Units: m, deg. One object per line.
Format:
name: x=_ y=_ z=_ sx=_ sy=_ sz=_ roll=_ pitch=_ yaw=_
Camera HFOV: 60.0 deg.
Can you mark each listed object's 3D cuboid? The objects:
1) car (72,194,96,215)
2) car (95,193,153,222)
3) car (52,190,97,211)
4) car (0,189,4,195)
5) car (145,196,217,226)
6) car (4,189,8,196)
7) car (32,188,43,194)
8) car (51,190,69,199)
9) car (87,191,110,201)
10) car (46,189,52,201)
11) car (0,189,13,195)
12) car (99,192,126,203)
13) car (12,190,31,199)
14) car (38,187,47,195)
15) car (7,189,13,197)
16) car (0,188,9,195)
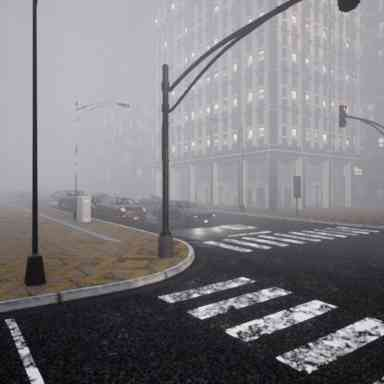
car: x=-7.864 y=1.102 z=26.755 sx=1.802 sy=1.307 sz=4.206 roll=1 pitch=0 yaw=-36
car: x=-4.617 y=1.068 z=22.222 sx=1.967 sy=1.590 sz=4.097 roll=1 pitch=0 yaw=-36
car: x=-11.101 y=0.728 z=31.288 sx=2.192 sy=1.841 sz=5.009 roll=1 pitch=0 yaw=-36
car: x=-37.054 y=0.106 z=67.555 sx=2.008 sy=1.369 sz=4.403 roll=1 pitch=0 yaw=-36
car: x=-0.695 y=1.231 z=21.180 sx=2.033 sy=1.411 sz=5.357 roll=0 pitch=1 yaw=-34
car: x=-33.811 y=0.207 z=63.022 sx=1.887 sy=1.381 sz=4.507 roll=1 pitch=0 yaw=-36
car: x=-40.019 y=-0.214 z=86.102 sx=1.947 sy=1.339 sz=4.313 roll=1 pitch=0 yaw=-36
car: x=-23.116 y=0.377 z=58.000 sx=1.812 sy=1.442 sz=4.674 roll=0 pitch=1 yaw=-36
car: x=-14.062 y=0.642 z=49.821 sx=1.947 sy=1.339 sz=4.313 roll=1 pitch=0 yaw=-36
car: x=-18.502 y=0.618 z=46.169 sx=1.812 sy=1.442 sz=4.674 roll=0 pitch=1 yaw=-35
car: x=-40.298 y=0.015 z=72.089 sx=1.947 sy=1.339 sz=4.313 roll=1 pitch=0 yaw=-36
car: x=-10.915 y=0.705 z=45.424 sx=1.752 sy=1.417 sz=4.829 roll=1 pitch=0 yaw=-36
car: x=-27.324 y=0.421 z=53.955 sx=1.887 sy=1.381 sz=4.507 roll=1 pitch=0 yaw=-36
car: x=-33.529 y=-0.022 z=77.031 sx=1.887 sy=1.381 sz=4.507 roll=1 pitch=0 yaw=-36
car: x=-30.567 y=0.320 z=58.489 sx=2.008 sy=1.369 sz=4.403 roll=1 pitch=0 yaw=-36
car: x=-43.541 y=-0.113 z=76.622 sx=1.887 sy=1.381 sz=4.507 roll=1 pitch=0 yaw=-36
